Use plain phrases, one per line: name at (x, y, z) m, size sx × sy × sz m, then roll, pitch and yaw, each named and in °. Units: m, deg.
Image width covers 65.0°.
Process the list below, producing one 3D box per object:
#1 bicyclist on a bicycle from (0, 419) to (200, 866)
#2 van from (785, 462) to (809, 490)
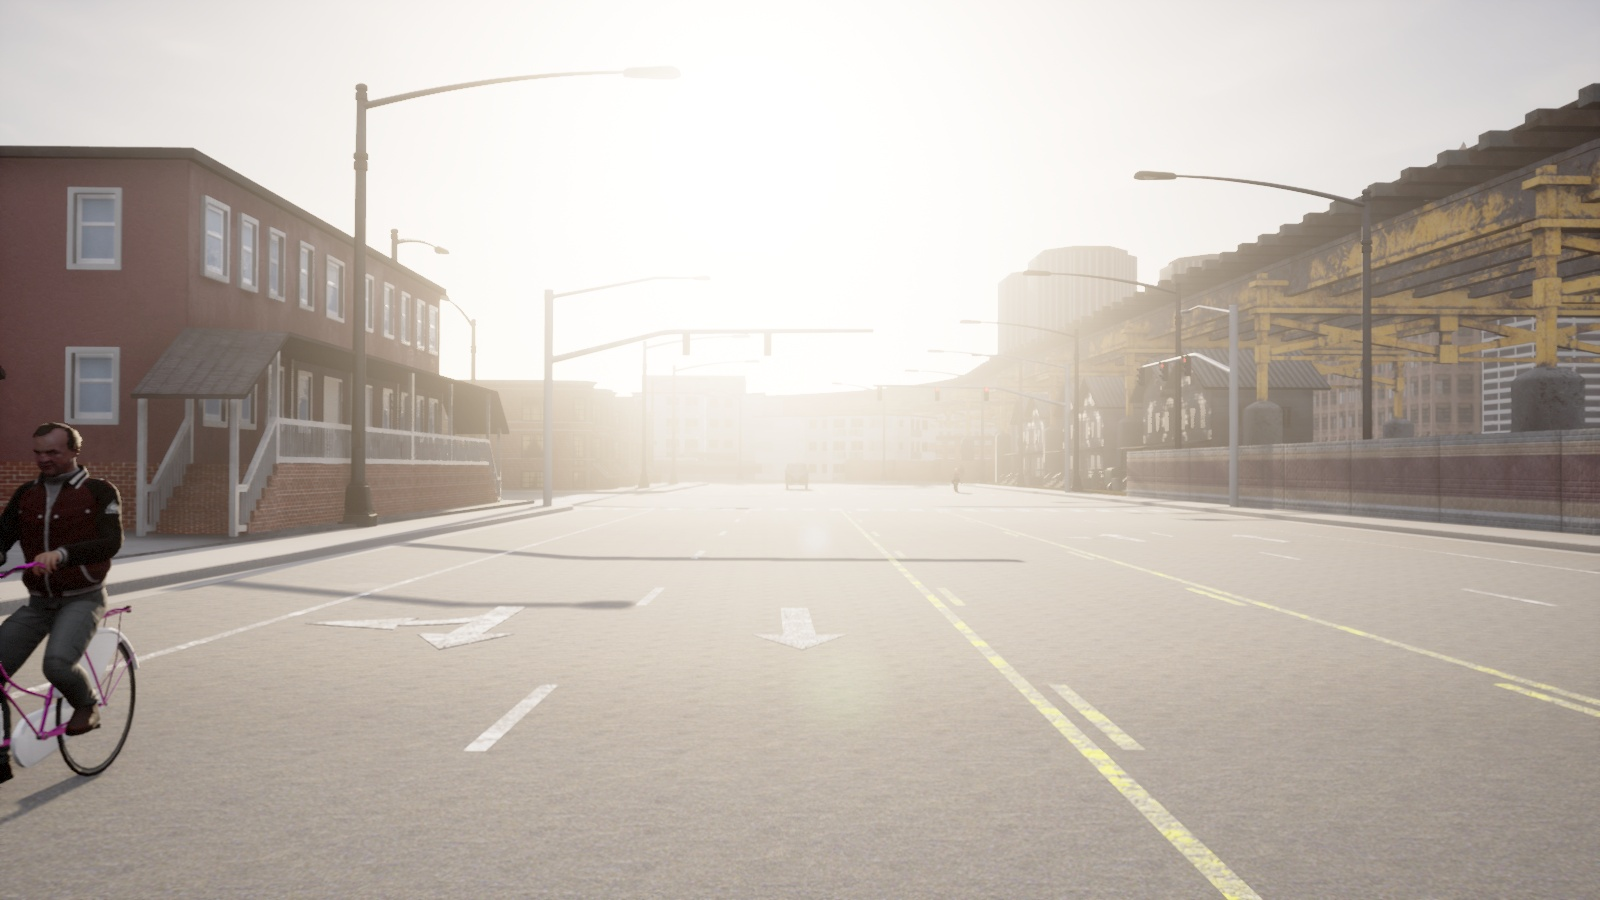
bicyclist on a bicycle at (-3.514, 0.779, 5.740) m, size 0.659 × 1.776 × 1.843 m, roll 0°, pitch -1°, yaw 0°
van at (-0.215, 1.939, 94.197) m, size 1.775 × 1.987 × 4.442 m, roll 0°, pitch -1°, yaw 0°
